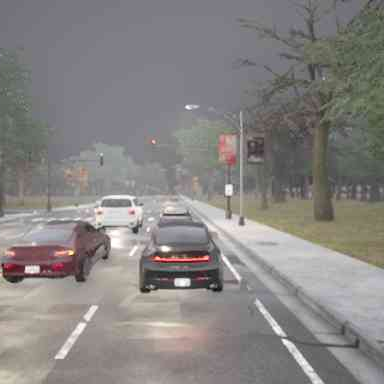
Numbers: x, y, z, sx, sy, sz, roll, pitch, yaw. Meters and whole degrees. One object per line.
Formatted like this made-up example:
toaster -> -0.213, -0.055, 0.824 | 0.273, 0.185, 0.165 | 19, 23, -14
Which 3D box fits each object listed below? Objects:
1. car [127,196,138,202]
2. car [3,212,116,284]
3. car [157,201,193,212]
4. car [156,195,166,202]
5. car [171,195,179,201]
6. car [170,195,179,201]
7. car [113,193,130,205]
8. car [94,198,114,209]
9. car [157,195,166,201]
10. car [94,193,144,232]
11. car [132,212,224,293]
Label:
car -> -13.800, 1.681, 77.070 | 1.895, 1.301, 4.718 | 0, 0, -3
car -> -3.601, 1.531, 9.541 | 1.812, 1.442, 4.674 | 0, 0, -3
car -> -0.955, 1.503, 19.199 | 2.128, 1.511, 4.902 | 0, 0, -3
car -> -7.241, 1.561, 76.121 | 1.882, 1.535, 5.008 | 0, 0, -3
car -> -3.995, 1.623, 76.294 | 2.033, 1.411, 5.357 | 0, 0, -3
car -> -4.549, 1.508, 86.695 | 2.128, 1.511, 4.902 | 0, 0, -3
car -> -13.035, 1.282, 61.673 | 2.150, 2.045, 5.566 | 0, 0, -3
car -> -12.267, 1.564, 46.468 | 1.812, 1.442, 4.674 | 0, 0, -3
car -> -7.795, 1.508, 86.522 | 2.128, 1.511, 4.902 | 0, 0, -3
car -> -4.103, 1.234, 19.517 | 2.150, 2.045, 5.566 | 0, 0, -5
car -> -0.308, 1.510, 8.887 | 1.837, 1.490, 4.892 | 0, 0, -3
